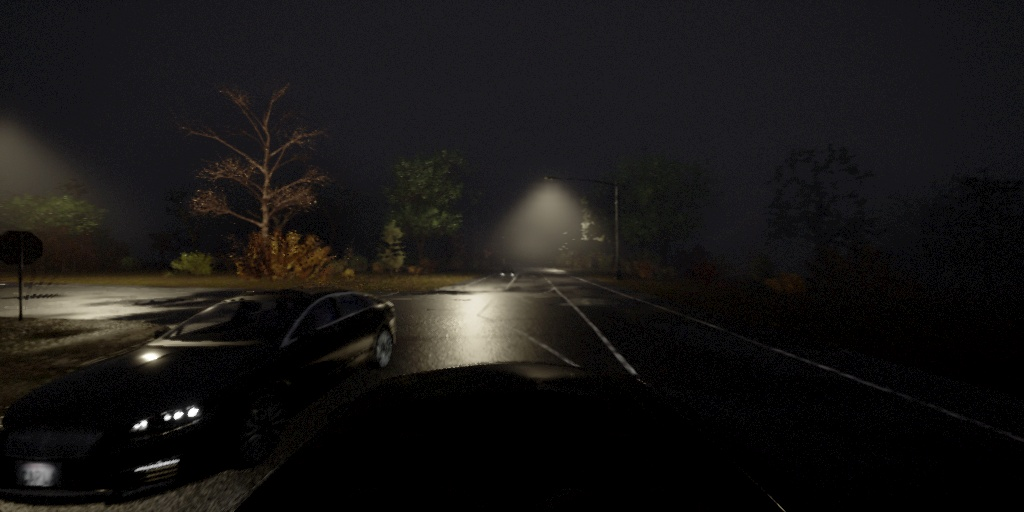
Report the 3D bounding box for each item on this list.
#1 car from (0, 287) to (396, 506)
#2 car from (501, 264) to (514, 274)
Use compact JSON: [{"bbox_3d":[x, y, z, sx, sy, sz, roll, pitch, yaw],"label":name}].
[{"bbox_3d":[-3.231,1.246,4.983,2.128,1.511,4.902,-1,1,3],"label":"car"},{"bbox_3d":[-0.690,2.058,58.444,1.882,1.535,5.008,-1,-1,3],"label":"car"}]
